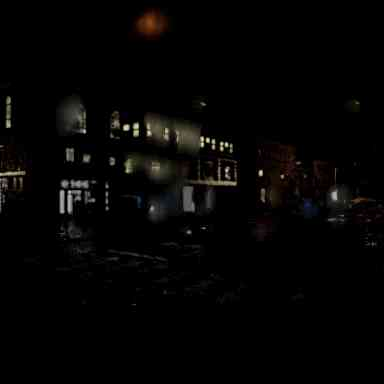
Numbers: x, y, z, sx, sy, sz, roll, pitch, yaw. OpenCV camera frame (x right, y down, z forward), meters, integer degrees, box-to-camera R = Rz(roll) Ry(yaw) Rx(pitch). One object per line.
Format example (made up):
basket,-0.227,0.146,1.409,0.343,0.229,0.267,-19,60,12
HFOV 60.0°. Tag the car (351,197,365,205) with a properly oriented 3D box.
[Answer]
car,34.125,1.848,68.364,1.967,1.590,4.097,0,-1,35

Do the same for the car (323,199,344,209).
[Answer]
car,21.415,1.835,50.281,2.008,1.369,4.403,0,-1,35

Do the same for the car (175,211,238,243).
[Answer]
car,1.001,1.650,16.727,1.994,1.385,4.181,0,0,35

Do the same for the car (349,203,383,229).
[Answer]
car,12.426,1.674,22.829,1.887,1.381,4.507,0,-1,35

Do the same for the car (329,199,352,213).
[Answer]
car,18.282,1.831,41.217,1.895,1.301,4.718,0,0,36

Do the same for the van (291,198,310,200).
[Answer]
van,11.881,1.537,36.720,1.690,1.788,3.998,0,-1,35

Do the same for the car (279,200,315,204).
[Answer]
car,7.818,1.631,26.424,2.128,1.511,4.902,0,0,35

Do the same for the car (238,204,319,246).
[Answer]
car,4.355,1.565,16.030,1.882,1.535,5.008,0,0,35

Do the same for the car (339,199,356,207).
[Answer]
car,27.770,1.896,59.323,2.008,1.369,4.403,0,-1,35

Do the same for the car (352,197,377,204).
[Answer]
car,20.402,1.699,38.766,1.882,1.535,5.008,0,0,35

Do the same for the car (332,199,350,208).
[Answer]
car,24.592,1.865,54.801,2.008,1.369,4.403,0,-1,35

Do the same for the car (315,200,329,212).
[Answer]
car,15.059,1.775,41.239,2.008,1.369,4.403,0,-1,35

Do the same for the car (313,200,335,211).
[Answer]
car,18.139,1.778,45.621,1.752,1.417,4.829,0,-1,35

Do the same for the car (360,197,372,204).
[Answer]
car,40.481,1.913,77.406,1.967,1.590,4.097,-1,-1,35
